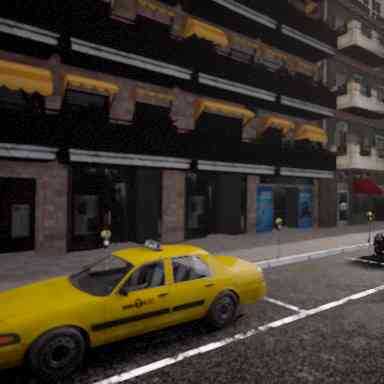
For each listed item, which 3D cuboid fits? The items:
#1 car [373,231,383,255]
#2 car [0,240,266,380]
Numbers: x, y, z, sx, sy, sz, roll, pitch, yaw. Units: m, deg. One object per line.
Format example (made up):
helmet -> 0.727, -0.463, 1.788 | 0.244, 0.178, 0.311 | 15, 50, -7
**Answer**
car -> 8.322, 1.563, 12.013 | 4.313, 1.339, 1.947 | 0, 1, -35
car -> -0.878, 1.524, 5.457 | 4.829, 1.417, 1.752 | 0, 1, -35
